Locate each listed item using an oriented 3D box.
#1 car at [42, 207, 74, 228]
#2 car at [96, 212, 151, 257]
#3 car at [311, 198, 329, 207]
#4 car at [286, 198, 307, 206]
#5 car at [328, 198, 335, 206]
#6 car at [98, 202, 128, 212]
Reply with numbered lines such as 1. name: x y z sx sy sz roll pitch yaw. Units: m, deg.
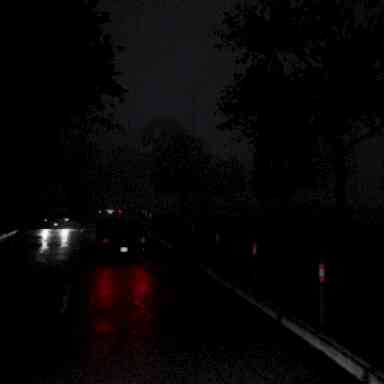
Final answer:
1. car: -9.753 1.808 24.578 2.033 1.411 5.357 0 -1 -16
2. car: -2.981 1.728 13.668 1.895 1.301 4.718 0 -1 -16
3. car: 28.907 2.669 76.196 4.674 1.442 1.812 1 -2 -44
4. car: 27.871 2.758 90.134 5.566 2.045 2.435 0 -2 20
5. car: 35.887 2.670 87.833 2.150 2.045 5.566 0 -2 20
6. car: -6.651 1.672 28.340 2.097 1.767 4.553 0 -1 -5
